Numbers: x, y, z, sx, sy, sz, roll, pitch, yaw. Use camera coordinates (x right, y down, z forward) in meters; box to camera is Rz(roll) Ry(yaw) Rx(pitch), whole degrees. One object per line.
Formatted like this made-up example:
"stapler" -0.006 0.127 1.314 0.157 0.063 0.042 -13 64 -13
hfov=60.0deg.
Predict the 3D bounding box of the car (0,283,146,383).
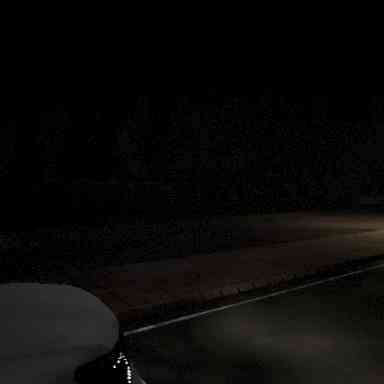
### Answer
"car" -2.972 1.219 1.624 5.566 2.045 2.150 0 0 -36
